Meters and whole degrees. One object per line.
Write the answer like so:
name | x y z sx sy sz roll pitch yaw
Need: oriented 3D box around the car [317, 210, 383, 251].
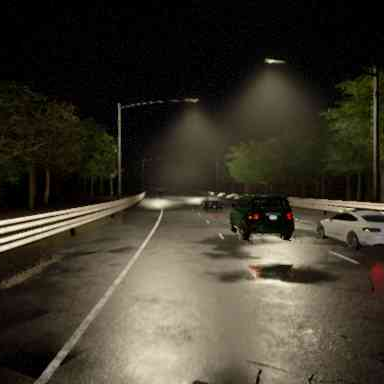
car | 6.838 1.453 13.700 1.812 1.442 4.674 0 0 -2

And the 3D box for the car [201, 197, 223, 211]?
car | 2.104 1.265 36.098 2.128 1.511 4.902 0 1 -4

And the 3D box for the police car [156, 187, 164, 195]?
police car | -8.394 -0.028 88.530 1.930 1.638 5.238 0 1 -7

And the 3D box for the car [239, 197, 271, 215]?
car | 5.918 1.308 31.974 1.837 1.490 4.892 0 0 -4

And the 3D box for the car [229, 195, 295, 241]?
car | 3.251 1.138 16.401 2.150 2.045 5.566 0 0 -2
